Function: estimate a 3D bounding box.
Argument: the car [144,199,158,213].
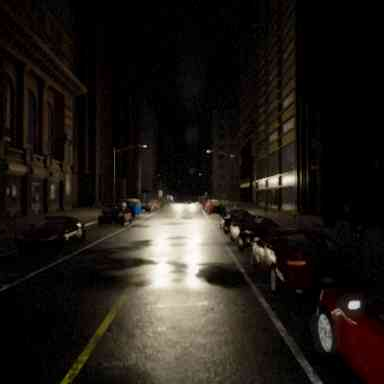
[{"bbox_3d":[-5.873,1.888,42.532,1.947,1.339,4.313,1,0,0],"label":"car"}]

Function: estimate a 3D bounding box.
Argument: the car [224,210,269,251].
[{"bbox_3d":[2.669,1.658,14.421,1.887,1.381,4.507,1,0,0],"label":"car"}]

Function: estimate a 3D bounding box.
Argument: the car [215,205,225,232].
[{"bbox_3d":[2.665,1.722,20.047,1.947,1.339,4.313,1,0,0],"label":"car"}]

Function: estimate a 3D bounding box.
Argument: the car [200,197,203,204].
[{"bbox_3d":[2.646,1.945,53.793,1.887,1.381,4.507,1,0,0],"label":"car"}]

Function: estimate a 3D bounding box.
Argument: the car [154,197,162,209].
[{"bbox_3d":[-5.875,1.803,48.157,1.967,1.590,4.097,1,0,0],"label":"car"}]

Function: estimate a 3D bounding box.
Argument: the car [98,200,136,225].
[{"bbox_3d":[-5.862,1.639,25.660,1.967,1.590,4.097,1,0,0],"label":"car"}]

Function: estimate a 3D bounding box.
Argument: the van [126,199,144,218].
[{"bbox_3d":[-5.864,1.581,31.285,1.690,1.788,3.998,1,0,0],"label":"van"}]

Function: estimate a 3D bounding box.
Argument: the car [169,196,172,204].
[{"bbox_3d":[-5.888,1.961,70.654,1.967,1.590,4.097,1,0,0],"label":"car"}]

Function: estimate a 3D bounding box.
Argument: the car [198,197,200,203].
[{"bbox_3d":[2.642,1.991,59.418,2.008,1.369,4.403,1,0,0],"label":"car"}]

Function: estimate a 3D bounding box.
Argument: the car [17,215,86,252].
[{"bbox_3d":[-5.857,1.697,14.410,1.802,1.307,4.206,1,0,0],"label":"car"}]

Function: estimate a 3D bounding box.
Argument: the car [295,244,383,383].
[{"bbox_3d":[2.675,1.571,3.172,1.887,1.381,4.507,1,0,0],"label":"car"}]

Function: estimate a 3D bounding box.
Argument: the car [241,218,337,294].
[{"bbox_3d":[2.672,1.615,8.797,1.887,1.381,4.507,1,0,0],"label":"car"}]

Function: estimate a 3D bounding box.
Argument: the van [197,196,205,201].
[{"bbox_3d":[2.635,1.900,76.293,1.690,1.788,3.998,1,0,0],"label":"van"}]

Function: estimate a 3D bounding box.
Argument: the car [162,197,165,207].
[{"bbox_3d":[-5.879,1.927,53.611,1.752,1.417,4.829,1,0,0],"label":"car"}]

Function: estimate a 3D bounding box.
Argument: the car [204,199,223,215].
[{"bbox_3d":[2.656,1.824,36.920,1.887,1.381,4.507,1,0,0],"label":"car"}]

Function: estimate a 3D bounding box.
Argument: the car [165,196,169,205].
[{"bbox_3d":[-5.880,1.757,59.406,2.192,1.841,5.009,1,0,0],"label":"car"}]

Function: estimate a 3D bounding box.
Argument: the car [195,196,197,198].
[{"bbox_3d":[2.629,1.953,87.542,2.192,1.841,5.009,1,0,0],"label":"car"}]

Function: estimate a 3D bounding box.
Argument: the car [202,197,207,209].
[{"bbox_3d":[2.653,1.760,42.546,1.967,1.590,4.097,1,0,0],"label":"car"}]

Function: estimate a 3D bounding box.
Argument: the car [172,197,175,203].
[{"bbox_3d":[-5.897,2.182,81.901,1.802,1.307,4.206,1,0,0],"label":"car"}]
